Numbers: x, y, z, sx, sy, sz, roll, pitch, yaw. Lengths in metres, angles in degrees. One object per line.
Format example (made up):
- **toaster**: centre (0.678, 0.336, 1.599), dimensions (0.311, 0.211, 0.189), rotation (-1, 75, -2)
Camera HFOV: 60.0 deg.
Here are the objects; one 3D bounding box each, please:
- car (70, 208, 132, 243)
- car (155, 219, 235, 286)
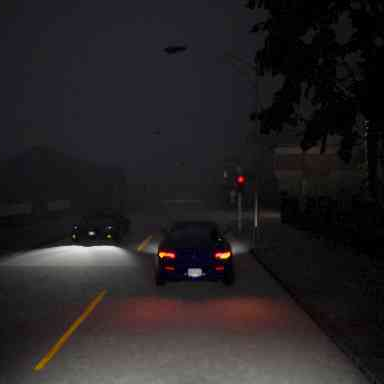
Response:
- **car**: centre (-4.048, 1.470, 15.417), dimensions (1.994, 1.385, 4.181), rotation (0, 0, 1)
- **car**: centre (0.076, 1.469, 9.139), dimensions (1.812, 1.442, 4.674), rotation (0, 0, 0)
